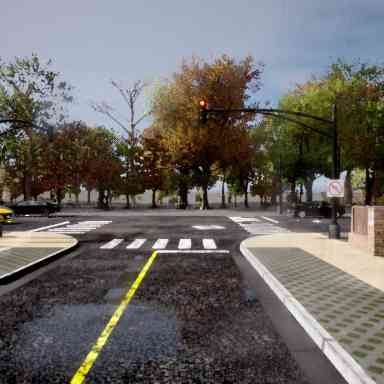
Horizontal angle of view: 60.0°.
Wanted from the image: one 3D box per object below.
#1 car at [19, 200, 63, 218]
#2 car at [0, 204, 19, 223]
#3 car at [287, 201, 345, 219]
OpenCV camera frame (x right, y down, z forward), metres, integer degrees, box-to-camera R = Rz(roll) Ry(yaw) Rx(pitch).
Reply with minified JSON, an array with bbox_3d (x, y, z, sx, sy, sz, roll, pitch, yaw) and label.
[{"bbox_3d":[-14.085,1.449,29.580,4.902,1.511,2.128,0,0,0],"label":"car"},{"bbox_3d":[-15.084,1.423,22.880,5.008,1.535,1.882,0,0,0],"label":"car"},{"bbox_3d":[10.983,1.554,29.559,4.892,1.490,1.837,0,0,0],"label":"car"}]
